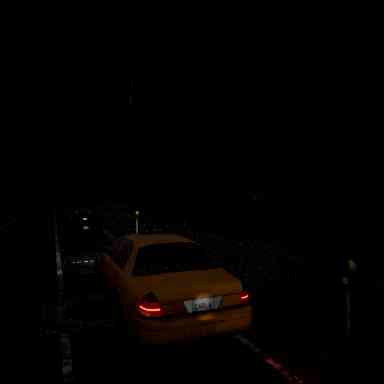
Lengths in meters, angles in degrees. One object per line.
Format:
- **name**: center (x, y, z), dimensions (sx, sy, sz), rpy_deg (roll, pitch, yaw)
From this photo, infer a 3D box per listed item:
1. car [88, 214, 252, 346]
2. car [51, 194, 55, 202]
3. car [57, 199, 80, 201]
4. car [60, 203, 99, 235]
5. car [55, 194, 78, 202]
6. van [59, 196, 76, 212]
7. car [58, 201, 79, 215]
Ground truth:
- **car**: center (-0.844, 1.457, 6.737), dimensions (1.801, 1.575, 5.366), rpy_deg (0, 0, -23)
- **car**: center (-31.891, 1.468, 79.418), dimensions (1.967, 1.590, 4.097), rpy_deg (0, 0, -24)
- **car**: center (-10.416, 1.566, 28.851), dimensions (1.947, 1.339, 4.313), rpy_deg (0, 0, -23)
- **car**: center (-6.151, 1.551, 18.660), dimensions (2.008, 1.369, 4.403), rpy_deg (0, 0, -23)
- **car**: center (-12.549, 1.316, 33.946), dimensions (2.192, 1.841, 5.009), rpy_deg (0, 0, -23)
- **van**: center (-14.681, 1.342, 39.042), dimensions (1.690, 1.788, 3.998), rpy_deg (0, 0, -23)
- **car**: center (-8.283, 1.551, 23.755), dimensions (2.008, 1.369, 4.403), rpy_deg (0, 0, -23)
